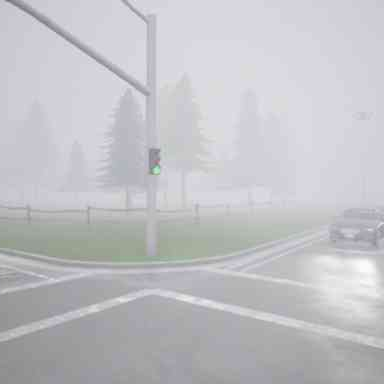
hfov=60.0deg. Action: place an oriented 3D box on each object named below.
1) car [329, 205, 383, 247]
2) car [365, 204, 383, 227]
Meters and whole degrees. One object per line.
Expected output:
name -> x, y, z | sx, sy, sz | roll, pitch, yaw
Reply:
car -> 7.724, 1.491, 15.256 | 2.128, 1.511, 4.902 | 0, 0, 36
car -> 13.527, 1.600, 23.178 | 1.895, 1.301, 4.718 | 0, 0, 36
